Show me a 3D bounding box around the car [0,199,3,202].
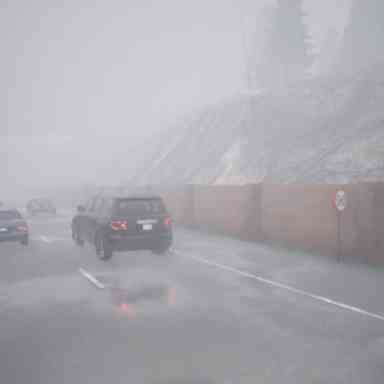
[{"bbox_3d":[-18.744,1.160,31.043,1.994,1.385,4.181,0,1,-33],"label":"car"}]

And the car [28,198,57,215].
[{"bbox_3d":[-12.837,1.185,28.251,2.033,1.411,5.357,0,1,-32],"label":"car"}]

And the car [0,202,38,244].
[{"bbox_3d":[-8.071,1.365,14.008,2.033,1.411,5.357,0,1,-32],"label":"car"}]

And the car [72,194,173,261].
[{"bbox_3d":[-2.711,1.072,12.002,2.150,2.045,5.566,0,1,-32],"label":"car"}]
